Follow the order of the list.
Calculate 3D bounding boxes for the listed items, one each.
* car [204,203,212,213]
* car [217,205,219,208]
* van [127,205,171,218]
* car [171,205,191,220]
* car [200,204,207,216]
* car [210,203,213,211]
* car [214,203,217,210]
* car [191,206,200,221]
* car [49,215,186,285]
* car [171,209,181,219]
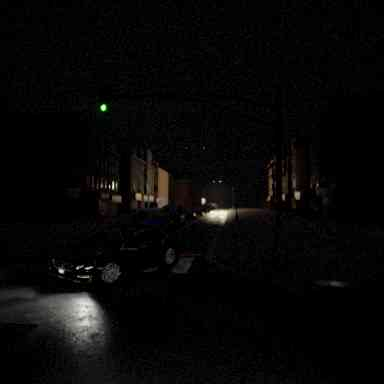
[{"bbox_3d":[1.965,3.168,60.086,1.887,1.381,4.507,2,-2,7],"label":"car"},{"bbox_3d":[5.049,3.789,86.350,2.192,1.841,5.009,1,-2,7],"label":"car"},{"bbox_3d":[-2.690,1.843,20.330,1.690,1.788,3.998,2,-1,7],"label":"van"},{"bbox_3d":[-1.721,2.035,28.577,2.192,1.841,5.009,2,-1,7],"label":"car"},{"bbox_3d":[0.733,2.889,49.581,1.802,1.307,4.206,2,-1,7],"label":"car"},{"bbox_3d":[2.584,3.227,65.340,1.967,1.590,4.097,2,-2,7],"label":"car"},{"bbox_3d":[4.427,3.848,81.093,2.008,1.369,4.403,1,-2,7],"label":"car"},{"bbox_3d":[-0.498,2.550,39.076,1.887,1.381,4.507,2,-1,7],"label":"car"},{"bbox_3d":[-2.215,1.843,10.872,1.837,1.490,4.892,5,2,30],"label":"car"},{"bbox_3d":[-2.310,2.139,23.622,2.008,1.369,4.403,2,-1,7],"label":"car"}]
